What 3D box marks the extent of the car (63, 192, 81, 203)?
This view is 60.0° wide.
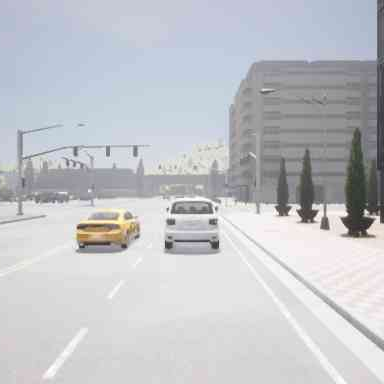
[{"bbox_3d":[-30.210,1.393,83.848,1.970,1.475,3.806,0,0,0],"label":"car"}]

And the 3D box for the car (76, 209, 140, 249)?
[{"bbox_3d":[-3.500,1.483,14.650,1.882,1.535,5.008,0,0,0],"label":"car"}]

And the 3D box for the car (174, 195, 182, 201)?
[{"bbox_3d":[-3.500,1.519,86.309,1.895,1.301,4.718,0,0,0],"label":"car"}]

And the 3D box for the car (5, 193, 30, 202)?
[{"bbox_3d":[-36.032,1.393,68.766,1.970,1.475,3.806,0,0,0],"label":"car"}]

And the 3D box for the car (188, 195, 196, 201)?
[{"bbox_3d":[0.000,1.477,86.278,1.994,1.385,4.181,0,0,0],"label":"car"}]

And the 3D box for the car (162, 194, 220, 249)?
[{"bbox_3d":[0.000,1.256,14.680,2.150,2.045,5.566,0,0,0],"label":"car"}]

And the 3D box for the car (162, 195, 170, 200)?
[{"bbox_3d":[-7.000,1.496,91.154,1.837,1.490,4.892,0,0,0],"label":"car"}]

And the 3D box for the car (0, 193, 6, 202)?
[{"bbox_3d":[-38.927,1.361,68.777,1.784,1.438,3.905,0,0,0],"label":"car"}]
